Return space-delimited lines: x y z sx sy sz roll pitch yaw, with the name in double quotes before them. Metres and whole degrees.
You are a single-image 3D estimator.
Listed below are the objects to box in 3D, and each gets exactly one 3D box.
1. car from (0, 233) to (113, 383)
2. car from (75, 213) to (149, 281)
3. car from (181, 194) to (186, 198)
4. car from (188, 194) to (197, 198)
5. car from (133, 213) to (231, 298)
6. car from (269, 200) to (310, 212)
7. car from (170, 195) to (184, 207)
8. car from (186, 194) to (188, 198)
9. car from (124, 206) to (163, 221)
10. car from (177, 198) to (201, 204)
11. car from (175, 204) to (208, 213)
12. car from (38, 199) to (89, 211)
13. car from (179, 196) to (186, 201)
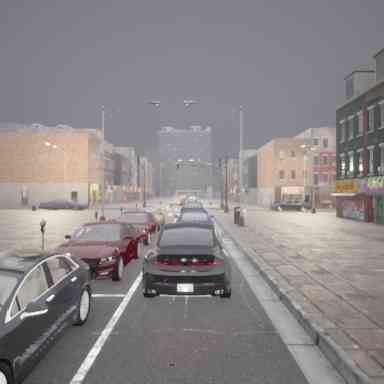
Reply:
"car" -2.628 1.552 4.377 2.008 1.369 4.403 0 0 0
"car" -2.622 1.549 9.870 1.887 1.381 4.507 0 0 0
"car" -2.568 1.415 58.260 2.192 1.841 5.009 0 0 0
"car" 0.093 1.405 82.927 2.150 2.045 5.566 0 0 0
"car" -0.067 1.508 8.511 1.837 1.490 4.892 0 0 1
"car" 12.037 1.710 41.028 4.892 1.490 1.837 1 0 0
"car" -2.575 1.610 52.647 1.752 1.417 4.829 0 0 0
"car" -2.546 1.701 79.866 1.752 1.417 4.829 0 0 0
"car" -2.616 1.554 15.365 1.887 1.381 4.507 0 0 0
"car" 0.052 1.502 26.236 1.882 1.535 5.008 0 0 0
"car" 0.111 1.536 15.967 1.812 1.442 4.674 0 0 0
"car" -14.610 1.490 37.993 5.357 1.411 2.033 0 0 2
"car" -2.533 1.763 90.924 1.887 1.381 4.507 0 0 0
